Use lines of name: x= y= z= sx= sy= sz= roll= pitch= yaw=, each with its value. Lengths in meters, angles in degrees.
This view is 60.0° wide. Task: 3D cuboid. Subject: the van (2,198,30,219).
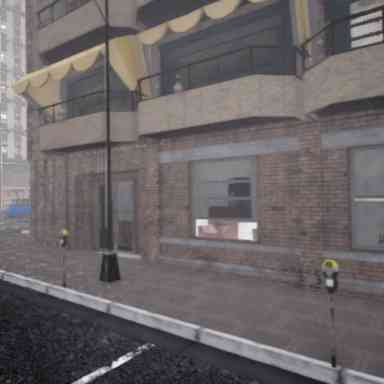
van: x=-14.555 y=1.421 z=29.585 sx=1.690 sy=1.788 sz=3.998 roll=-1 pitch=-1 yaw=36
